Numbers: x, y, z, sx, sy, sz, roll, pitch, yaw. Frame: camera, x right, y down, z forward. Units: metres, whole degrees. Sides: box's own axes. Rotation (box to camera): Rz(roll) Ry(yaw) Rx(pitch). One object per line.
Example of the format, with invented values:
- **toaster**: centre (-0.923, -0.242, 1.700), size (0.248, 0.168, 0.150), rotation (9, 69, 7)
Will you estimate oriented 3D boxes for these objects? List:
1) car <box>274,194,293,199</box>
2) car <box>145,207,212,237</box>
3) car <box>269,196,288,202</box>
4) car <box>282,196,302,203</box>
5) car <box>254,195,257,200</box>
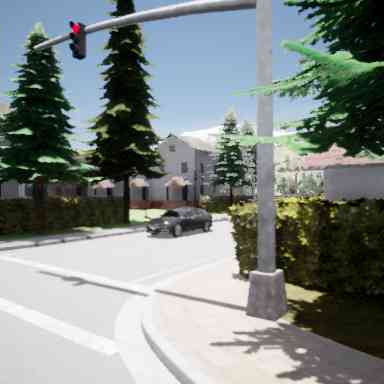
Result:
- **car**: centre (19.789, 1.421, 71.310), size (3.866, 1.878, 1.905), rotation (-1, -1, 35)
- **car**: centre (-0.628, 1.673, 19.317), size (1.837, 1.490, 4.892), rotation (-1, 0, 35)
- **car**: centre (22.885, 1.739, 88.322), size (4.514, 1.523, 2.007), rotation (-1, -1, 35)
- **car**: centre (22.190, 1.697, 73.691), size (3.806, 1.475, 1.970), rotation (-1, -1, 35)
- **car**: centre (15.199, 1.547, 78.494), size (4.605, 1.855, 1.932), rotation (-1, -1, 35)
